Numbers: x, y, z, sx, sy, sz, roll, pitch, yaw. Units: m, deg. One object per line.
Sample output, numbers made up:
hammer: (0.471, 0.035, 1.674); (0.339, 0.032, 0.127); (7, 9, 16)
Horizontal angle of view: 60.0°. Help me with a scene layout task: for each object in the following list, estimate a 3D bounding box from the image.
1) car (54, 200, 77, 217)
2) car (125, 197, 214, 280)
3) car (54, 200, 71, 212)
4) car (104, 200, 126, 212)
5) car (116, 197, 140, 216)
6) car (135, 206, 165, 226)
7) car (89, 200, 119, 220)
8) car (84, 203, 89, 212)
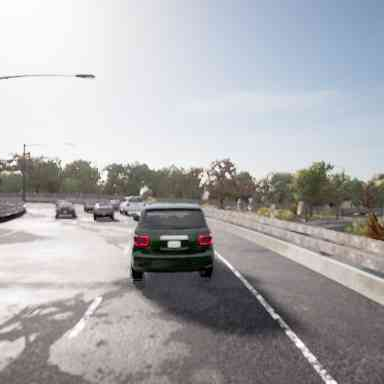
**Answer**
car: (-13.302, 1.873, 35.105); (1.812, 1.442, 4.674); (0, -1, -19)
car: (-0.687, 1.328, 10.517); (2.150, 2.045, 5.566); (0, 0, -6)
car: (-18.156, 1.963, 46.530); (1.837, 1.490, 4.892); (0, -1, -26)
car: (-11.166, 1.963, 48.168); (2.128, 1.511, 4.902); (0, -1, -25)
car: (-6.902, 1.593, 38.005); (2.150, 2.045, 5.566); (0, -1, -20)
car: (-3.447, 1.860, 26.537); (1.895, 1.301, 4.718); (0, -1, -14)
car: (-8.454, 1.802, 31.621); (2.128, 1.511, 4.902); (0, -1, -17)
car: (-13.420, 2.040, 44.690); (1.895, 1.301, 4.718); (0, -1, -24)
